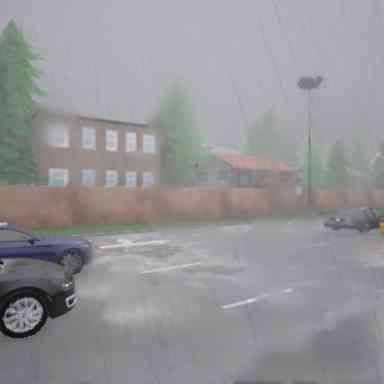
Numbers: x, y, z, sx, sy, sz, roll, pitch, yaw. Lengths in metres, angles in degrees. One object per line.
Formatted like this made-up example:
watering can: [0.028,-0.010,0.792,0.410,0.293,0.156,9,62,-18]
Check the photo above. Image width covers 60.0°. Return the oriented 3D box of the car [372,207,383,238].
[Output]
car: [10.863,1.487,15.797,5.008,1.535,1.882,0,0,-36]

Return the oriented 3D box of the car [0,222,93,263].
car: [-5.006,1.526,8.759,4.674,1.442,1.812,0,0,-35]

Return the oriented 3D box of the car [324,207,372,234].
car: [9.918,1.557,19.423,5.357,1.411,2.033,0,0,-36]

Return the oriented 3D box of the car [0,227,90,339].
car: [-4.299,1.504,4.980,4.892,1.490,1.837,0,0,-36]
